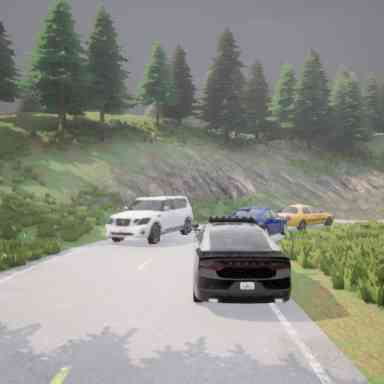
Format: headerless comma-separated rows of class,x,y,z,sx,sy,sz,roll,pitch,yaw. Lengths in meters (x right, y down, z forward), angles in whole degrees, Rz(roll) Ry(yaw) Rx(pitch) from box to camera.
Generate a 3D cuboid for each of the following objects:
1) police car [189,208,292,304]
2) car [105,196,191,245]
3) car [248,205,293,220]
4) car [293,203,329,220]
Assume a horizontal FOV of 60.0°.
police car,0.961,1.425,8.358,1.930,1.638,5.238,0,0,0
car,-1.802,1.221,16.100,2.150,2.045,5.566,-1,0,23
car,3.232,1.478,16.410,1.882,1.535,5.008,0,0,32
car,6.757,1.455,20.369,5.366,1.575,1.801,0,0,-39
